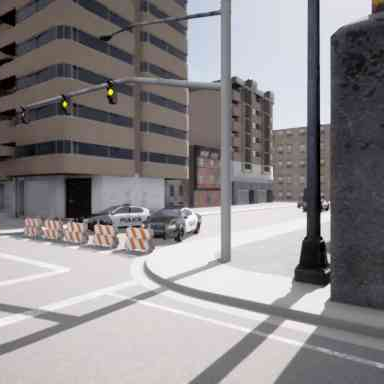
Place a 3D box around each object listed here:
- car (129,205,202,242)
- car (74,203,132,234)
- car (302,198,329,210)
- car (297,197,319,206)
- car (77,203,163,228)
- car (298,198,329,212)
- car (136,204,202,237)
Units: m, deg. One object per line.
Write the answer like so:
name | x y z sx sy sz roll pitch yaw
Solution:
car | -0.974 1.452 16.566 2.038 1.542 4.974 0 0 16
car | -4.167 1.452 19.250 4.974 1.542 2.038 0 0 -29
car | 14.324 1.295 38.389 1.853 1.218 4.536 0 0 36
car | 16.529 1.295 47.308 1.853 1.218 4.536 0 0 36
car | -4.122 1.295 19.276 4.536 1.218 1.853 0 0 -29
car | 14.294 1.452 38.347 2.038 1.542 4.974 0 0 36
car | -0.960 1.295 16.616 1.853 1.218 4.536 0 0 16
